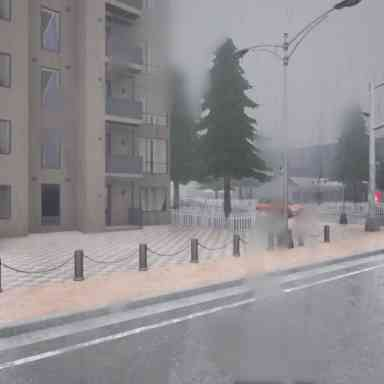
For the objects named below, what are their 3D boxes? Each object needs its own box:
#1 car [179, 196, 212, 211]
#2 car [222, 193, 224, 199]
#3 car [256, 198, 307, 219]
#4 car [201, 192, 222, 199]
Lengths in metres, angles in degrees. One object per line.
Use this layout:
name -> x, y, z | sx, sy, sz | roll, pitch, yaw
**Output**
car -> 0.079, 1.577, 39.926 | 1.994, 1.385, 4.181 | 0, 0, -37
car -> 7.449, 1.092, 94.752 | 1.905, 1.878, 3.866 | 0, 0, -37
car -> 7.878, 1.367, 29.619 | 2.097, 1.767, 4.553 | 0, 0, -37
car -> 5.363, 1.112, 92.687 | 1.932, 1.855, 4.605 | 0, 0, -37
